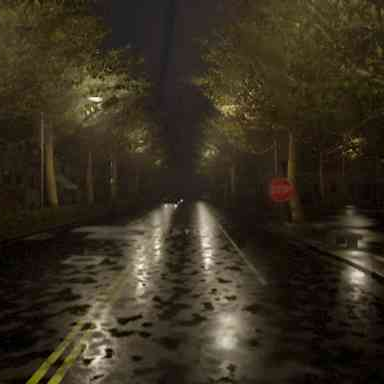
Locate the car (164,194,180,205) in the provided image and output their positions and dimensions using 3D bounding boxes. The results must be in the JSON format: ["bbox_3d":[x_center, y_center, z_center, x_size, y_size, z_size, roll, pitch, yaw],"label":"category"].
[{"bbox_3d":[-3.503,1.182,55.572,2.097,1.767,4.553,0,0,0],"label":"car"}]

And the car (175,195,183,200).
[{"bbox_3d":[-3.389,1.330,85.642,1.895,1.301,4.718,0,0,0],"label":"car"}]

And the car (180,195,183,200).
[{"bbox_3d":[-3.408,1.323,70.858,2.033,1.411,5.357,0,0,0],"label":"car"}]

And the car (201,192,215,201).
[{"bbox_3d":[3.148,1.005,73.090,2.435,2.045,5.566,0,0,0],"label":"car"}]
